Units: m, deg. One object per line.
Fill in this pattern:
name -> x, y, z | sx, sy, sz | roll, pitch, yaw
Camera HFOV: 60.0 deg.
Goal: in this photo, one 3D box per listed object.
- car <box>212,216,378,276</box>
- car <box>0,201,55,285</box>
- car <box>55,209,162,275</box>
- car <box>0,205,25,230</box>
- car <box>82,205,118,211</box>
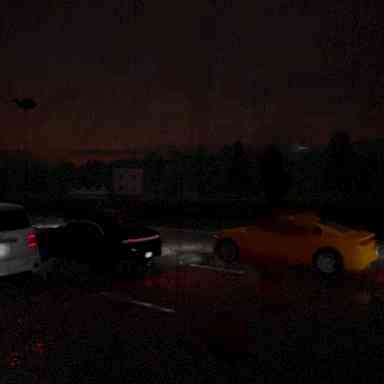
car -> 2.983, 1.487, 10.464 | 5.008, 1.535, 1.882 | 0, 0, 36
car -> -6.064, 1.247, 8.320 | 5.566, 2.045, 2.150 | 0, 0, 36
car -> -3.163, 1.514, 10.549 | 4.902, 1.511, 2.128 | 0, 0, 36
car -> -13.563, 1.608, 22.269 | 5.357, 1.411, 2.033 | 0, 0, 36
car -> -6.217, 1.570, 21.331 | 4.674, 1.442, 1.812 | 0, 0, 36
